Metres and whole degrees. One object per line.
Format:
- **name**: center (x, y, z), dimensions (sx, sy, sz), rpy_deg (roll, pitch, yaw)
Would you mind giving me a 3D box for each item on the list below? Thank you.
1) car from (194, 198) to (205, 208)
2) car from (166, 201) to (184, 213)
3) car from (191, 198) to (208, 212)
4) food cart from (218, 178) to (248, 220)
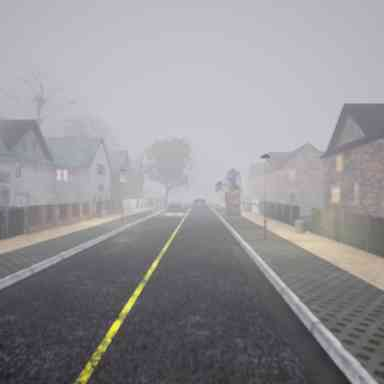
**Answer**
- **car**: center (1.270, 1.866, 56.500), dimensions (1.837, 1.490, 4.892), rpy_deg (0, -1, 1)
- **car**: center (-1.946, 1.774, 39.946), dimensions (1.994, 1.385, 4.181), rpy_deg (0, 0, 1)
- **car**: center (1.028, 1.599, 43.729), dimensions (2.097, 1.767, 4.553), rpy_deg (0, -1, 2)
- **food cart**: center (3.666, 0.624, 30.789), dimensions (2.280, 3.560, 4.660), rpy_deg (-1, -1, 1)
